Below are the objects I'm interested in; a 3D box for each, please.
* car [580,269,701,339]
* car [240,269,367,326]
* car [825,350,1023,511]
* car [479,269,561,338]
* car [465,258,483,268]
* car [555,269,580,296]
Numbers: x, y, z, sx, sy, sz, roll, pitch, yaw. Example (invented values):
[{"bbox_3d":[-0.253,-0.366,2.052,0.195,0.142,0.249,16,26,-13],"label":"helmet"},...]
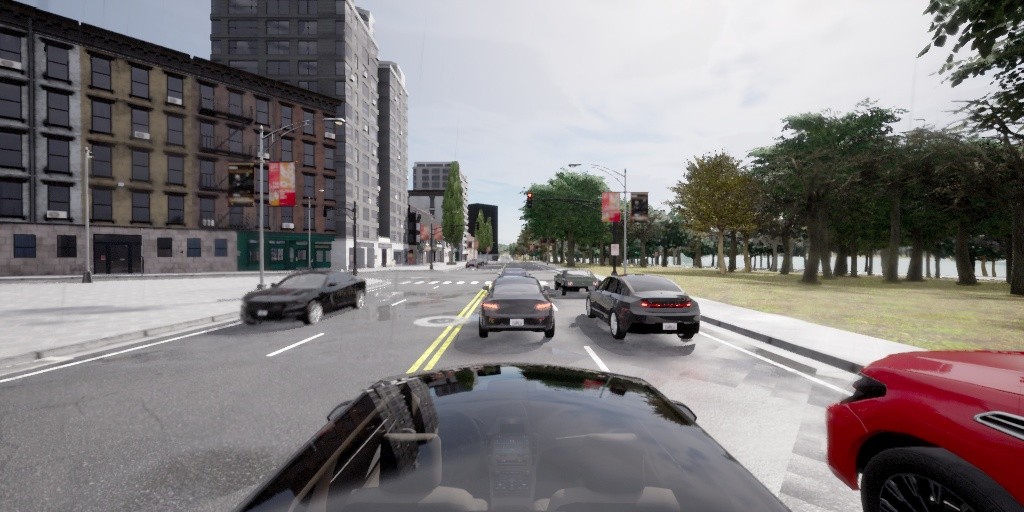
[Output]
[{"bbox_3d":[3.367,1.253,10.052,1.837,1.490,4.892,0,0,0],"label":"car"},{"bbox_3d":[-6.566,1.225,11.934,1.882,1.535,5.008,0,0,0],"label":"car"},{"bbox_3d":[3.347,0.972,0.189,2.150,2.045,5.566,0,0,0],"label":"car"},{"bbox_3d":[0.121,1.274,10.091,1.812,1.442,4.674,0,0,0],"label":"car"},{"bbox_3d":[-6.457,1.297,59.163,1.994,1.385,4.181,0,0,0],"label":"car"},{"bbox_3d":[3.389,1.347,19.365,1.895,1.301,4.718,0,0,0],"label":"car"}]
